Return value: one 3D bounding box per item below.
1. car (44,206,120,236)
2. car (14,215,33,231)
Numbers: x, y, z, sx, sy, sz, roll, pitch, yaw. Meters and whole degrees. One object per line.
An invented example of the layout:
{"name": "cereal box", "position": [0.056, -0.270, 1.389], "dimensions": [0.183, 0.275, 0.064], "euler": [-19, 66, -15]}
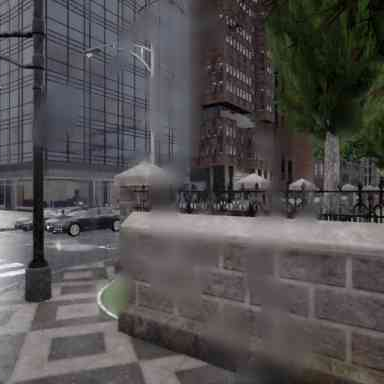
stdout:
{"name": "car", "position": [-5.955, 1.589, 19.019], "dimensions": [1.837, 1.490, 4.892], "euler": [0, 0, 36]}
{"name": "car", "position": [-8.393, 1.632, 20.193], "dimensions": [2.008, 1.369, 4.403], "euler": [0, -1, 36]}
